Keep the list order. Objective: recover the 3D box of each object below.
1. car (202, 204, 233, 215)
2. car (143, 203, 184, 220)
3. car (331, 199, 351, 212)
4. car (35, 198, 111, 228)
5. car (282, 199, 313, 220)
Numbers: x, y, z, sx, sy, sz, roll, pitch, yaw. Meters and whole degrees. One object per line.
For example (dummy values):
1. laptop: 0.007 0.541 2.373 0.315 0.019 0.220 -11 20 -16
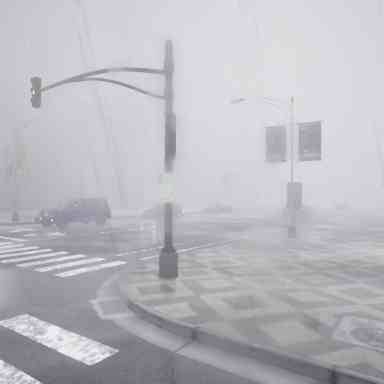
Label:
1. car: 3.190 2.135 41.014 1.895 1.301 4.718 0 -1 35
2. car: -2.738 1.890 32.633 1.837 1.490 4.892 0 -1 36
3. car: 24.580 2.381 54.078 2.128 1.511 4.902 0 -1 35
4. car: -8.512 1.461 24.466 2.150 2.045 5.566 0 -1 35
5. car: 11.180 1.896 35.098 2.097 1.767 4.553 0 -1 35
